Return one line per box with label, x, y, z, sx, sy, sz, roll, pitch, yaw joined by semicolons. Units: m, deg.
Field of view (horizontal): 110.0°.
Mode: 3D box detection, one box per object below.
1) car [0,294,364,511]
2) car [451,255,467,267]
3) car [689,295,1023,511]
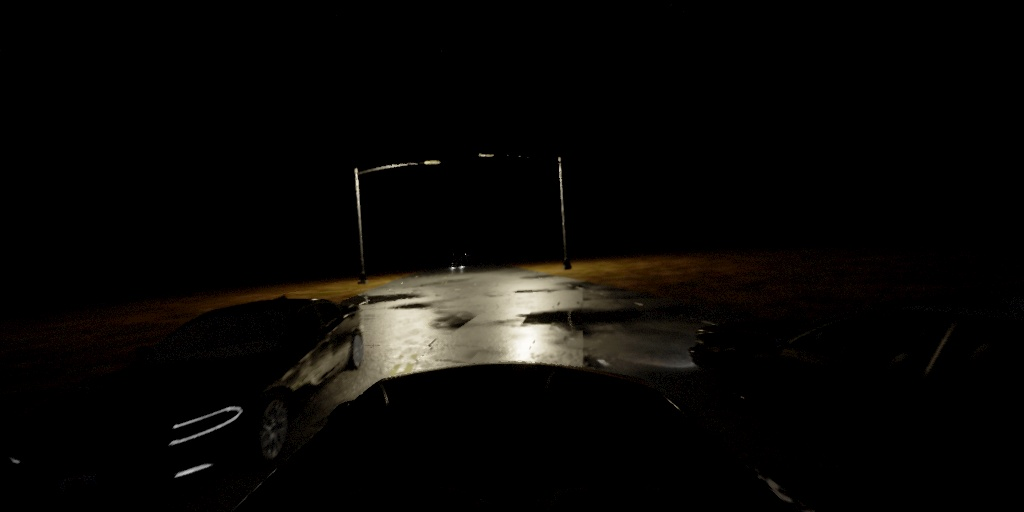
car;-3.612;1.406;5.131;1.882;1.535;5.008;-4;1;-9
car;-9.358;1.093;61.509;1.837;1.490;4.892;-3;1;-3
car;3.797;1.038;2.798;2.033;1.411;5.357;-4;1;-8
